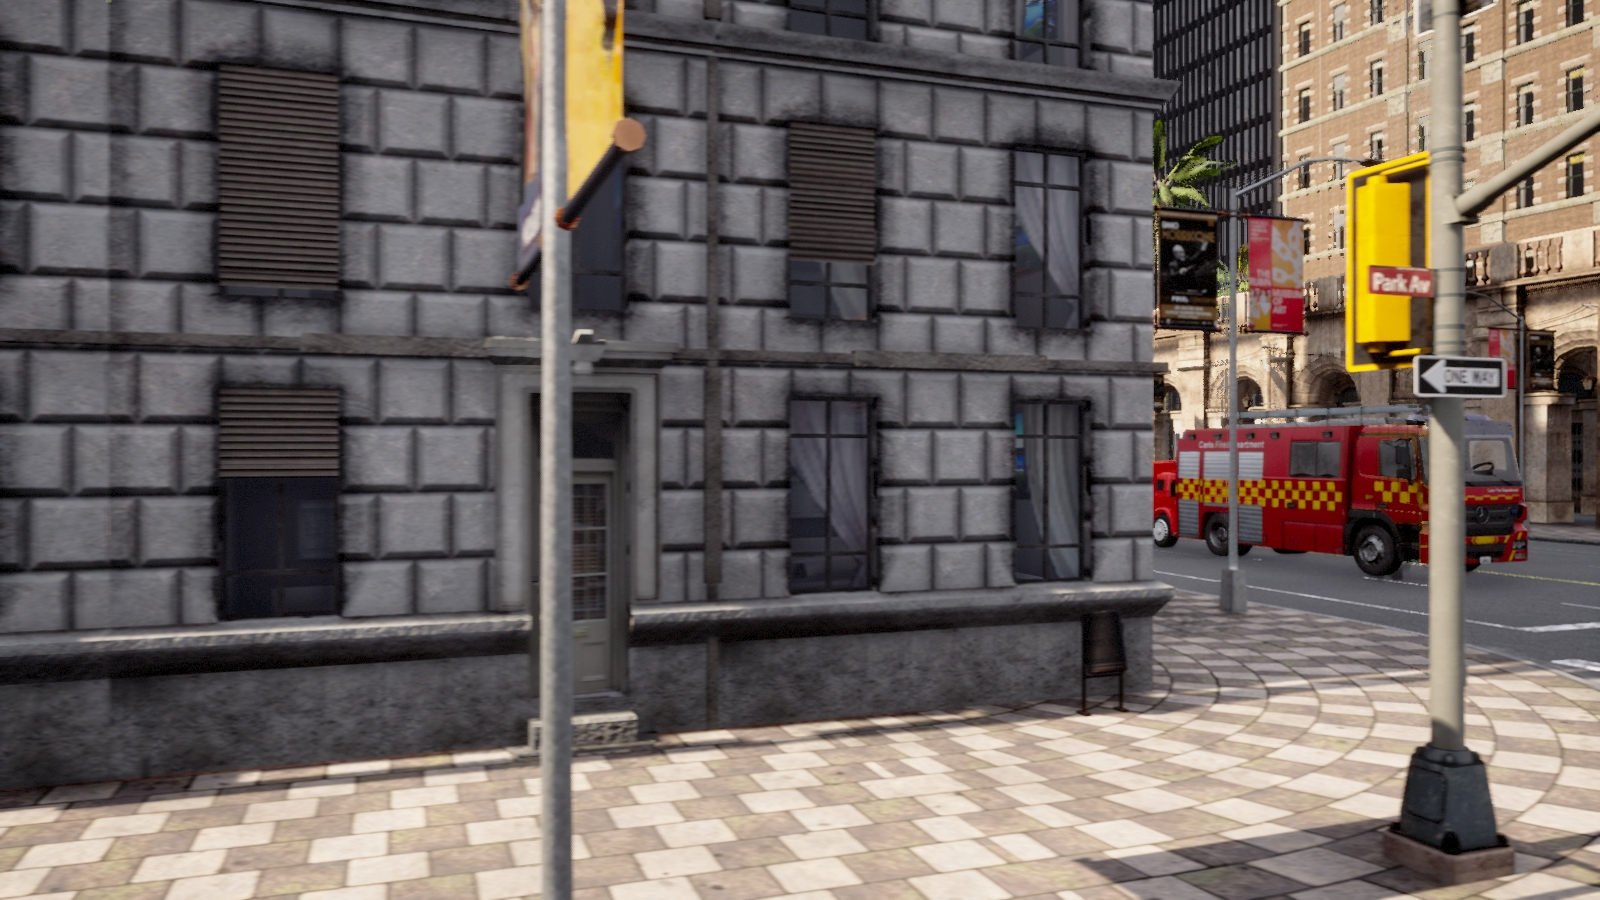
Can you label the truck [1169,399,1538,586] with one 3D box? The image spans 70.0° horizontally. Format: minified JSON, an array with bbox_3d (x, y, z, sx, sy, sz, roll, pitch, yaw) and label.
[{"bbox_3d":[12.920,0.876,27.820,2.891,3.827,8.468,0,0,-20],"label":"truck"}]
